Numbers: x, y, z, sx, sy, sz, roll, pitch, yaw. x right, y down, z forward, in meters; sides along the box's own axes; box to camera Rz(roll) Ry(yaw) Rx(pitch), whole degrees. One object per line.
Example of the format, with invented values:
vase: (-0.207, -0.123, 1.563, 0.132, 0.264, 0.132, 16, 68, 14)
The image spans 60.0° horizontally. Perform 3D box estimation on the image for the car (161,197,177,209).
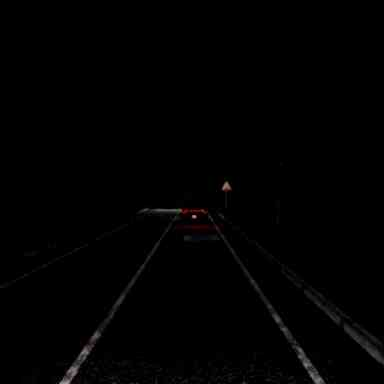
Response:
car: (-2.977, 1.350, 43.529, 1.882, 1.535, 5.008, 1, 0, 0)

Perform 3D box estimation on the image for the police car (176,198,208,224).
police car: (0.153, 1.464, 24.504, 2.038, 1.542, 4.974, 0, 0, 0)

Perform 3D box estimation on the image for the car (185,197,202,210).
car: (0.196, 1.431, 41.727, 2.033, 1.411, 5.357, 0, 0, 0)
